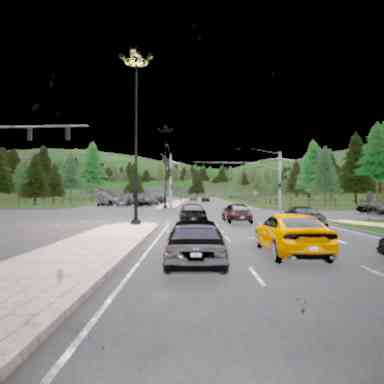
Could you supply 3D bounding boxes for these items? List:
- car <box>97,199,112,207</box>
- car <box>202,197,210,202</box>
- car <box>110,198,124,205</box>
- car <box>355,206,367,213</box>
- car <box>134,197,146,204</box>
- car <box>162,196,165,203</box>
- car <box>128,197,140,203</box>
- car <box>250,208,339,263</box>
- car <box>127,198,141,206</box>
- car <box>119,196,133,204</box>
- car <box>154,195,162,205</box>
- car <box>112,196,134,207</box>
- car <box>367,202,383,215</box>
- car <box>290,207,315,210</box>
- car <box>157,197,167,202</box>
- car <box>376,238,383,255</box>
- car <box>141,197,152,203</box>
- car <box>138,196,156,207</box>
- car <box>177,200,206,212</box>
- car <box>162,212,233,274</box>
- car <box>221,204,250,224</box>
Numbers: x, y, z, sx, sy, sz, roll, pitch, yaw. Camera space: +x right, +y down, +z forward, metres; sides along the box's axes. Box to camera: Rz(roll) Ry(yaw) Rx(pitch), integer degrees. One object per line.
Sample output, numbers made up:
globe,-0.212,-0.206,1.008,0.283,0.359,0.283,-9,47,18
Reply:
car,-14.942,1.849,57.478,1.994,1.385,4.181,0,0,1
car,3.675,1.924,87.911,1.882,1.535,5.008,0,0,1
car,-14.885,1.854,66.107,1.812,1.442,4.674,0,0,0
car,20.968,1.798,37.245,4.718,1.301,1.895,0,0,1
car,-11.372,1.920,73.446,1.994,1.385,4.181,0,0,0
car,-7.866,1.611,76.956,2.150,2.045,5.566,0,0,0
car,-14.847,1.964,85.213,2.033,1.411,5.357,0,0,0
car,3.613,1.542,12.289,1.882,1.535,5.008,0,-1,0
car,-11.387,1.890,65.328,1.994,1.385,4.181,0,0,0
car,-14.869,1.729,74.971,2.097,1.767,4.553,0,0,0
car,-7.884,1.686,66.655,2.097,1.767,4.553,0,0,0
car,-11.463,1.773,56.468,2.128,1.511,4.902,0,0,1
car,20.879,1.531,33.748,4.553,1.767,2.097,0,0,1
car,7.119,1.661,21.872,2.033,1.411,5.357,0,0,0
car,-7.832,1.972,87.366,2.033,1.411,5.357,0,0,0
car,7.100,1.595,8.724,2.033,1.411,5.357,0,0,0
car,-11.352,1.943,83.580,2.128,1.511,4.902,0,0,0
car,-7.947,1.890,57.711,1.895,1.301,4.718,0,0,1
car,-0.036,1.602,24.543,1.882,1.535,5.008,0,0,-3
car,0.107,1.602,10.656,2.033,1.411,5.357,0,0,0
car,3.454,1.659,25.966,1.812,1.442,4.674,0,0,-3
